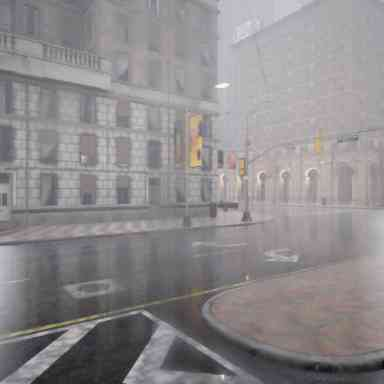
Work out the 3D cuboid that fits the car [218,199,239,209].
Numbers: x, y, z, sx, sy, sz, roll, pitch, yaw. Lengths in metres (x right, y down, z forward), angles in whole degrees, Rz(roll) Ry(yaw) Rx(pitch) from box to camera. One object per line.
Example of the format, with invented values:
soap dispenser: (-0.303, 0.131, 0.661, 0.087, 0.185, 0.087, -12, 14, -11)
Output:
car: (4.039, 1.601, 43.919, 1.895, 1.301, 4.718, 0, 0, -36)
